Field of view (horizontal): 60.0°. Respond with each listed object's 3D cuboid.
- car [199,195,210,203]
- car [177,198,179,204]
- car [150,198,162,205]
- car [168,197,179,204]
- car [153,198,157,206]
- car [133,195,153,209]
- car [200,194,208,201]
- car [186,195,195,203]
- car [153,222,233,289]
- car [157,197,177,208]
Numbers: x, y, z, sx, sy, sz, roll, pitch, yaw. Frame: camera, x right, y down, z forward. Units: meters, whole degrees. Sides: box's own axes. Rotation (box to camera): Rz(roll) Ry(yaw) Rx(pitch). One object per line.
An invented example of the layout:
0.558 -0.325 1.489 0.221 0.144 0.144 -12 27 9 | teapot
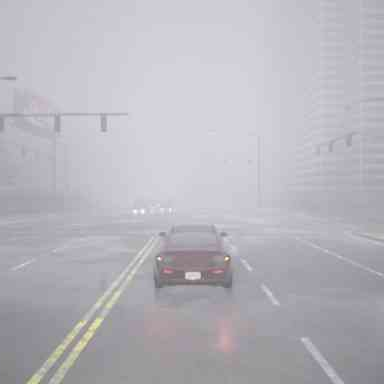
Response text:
3.148 1.787 77.878 2.128 1.511 4.902 0 0 0 | car
-3.844 1.734 59.693 1.812 1.442 4.674 0 0 0 | car
-7.316 1.837 67.877 1.895 1.301 4.718 0 0 0 | car
-3.815 1.796 69.702 1.994 1.385 4.181 0 0 0 | car
-7.343 1.802 57.577 1.895 1.301 4.718 0 0 0 | car
-7.314 1.660 48.307 2.128 1.511 4.902 0 0 0 | car
3.100 1.491 88.167 2.097 1.767 4.553 0 0 0 | car
-0.354 1.857 78.244 1.895 1.301 4.718 0 0 0 | car
0.030 1.558 9.151 1.812 1.442 4.674 0 0 0 | car
-3.824 1.742 50.915 1.994 1.385 4.181 0 0 0 | car
